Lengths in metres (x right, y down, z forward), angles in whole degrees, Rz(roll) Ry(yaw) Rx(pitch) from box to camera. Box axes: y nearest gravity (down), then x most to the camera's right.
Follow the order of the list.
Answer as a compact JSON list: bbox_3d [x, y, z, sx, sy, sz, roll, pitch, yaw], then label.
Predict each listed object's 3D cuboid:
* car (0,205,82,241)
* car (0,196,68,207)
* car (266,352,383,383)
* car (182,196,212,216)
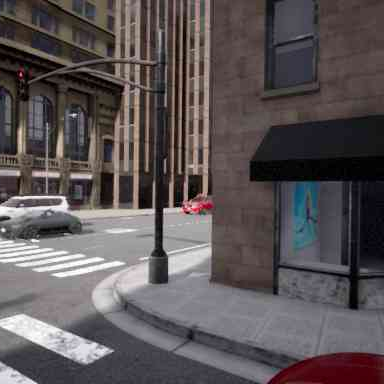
[{"bbox_3d":[-7.865,1.635,17.431,1.994,1.385,4.181,1,0,32],"label":"car"},{"bbox_3d":[-10.104,1.250,20.229,2.150,2.045,5.566,1,0,35],"label":"car"},{"bbox_3d":[2.359,1.545,1.291,4.507,1.381,1.887,0,1,35],"label":"car"},{"bbox_3d":[1.264,1.420,36.420,2.150,2.045,5.566,1,0,35],"label":"car"}]
